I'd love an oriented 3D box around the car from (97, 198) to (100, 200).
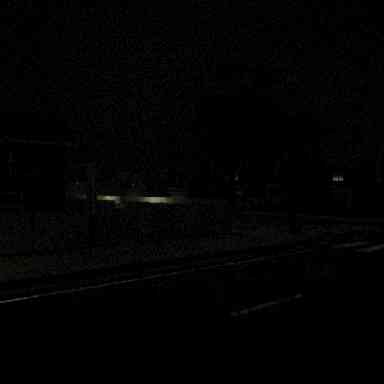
[{"bbox_3d":[-16.039,1.654,54.243,1.994,1.385,4.181,0,0,-35],"label":"car"}]
